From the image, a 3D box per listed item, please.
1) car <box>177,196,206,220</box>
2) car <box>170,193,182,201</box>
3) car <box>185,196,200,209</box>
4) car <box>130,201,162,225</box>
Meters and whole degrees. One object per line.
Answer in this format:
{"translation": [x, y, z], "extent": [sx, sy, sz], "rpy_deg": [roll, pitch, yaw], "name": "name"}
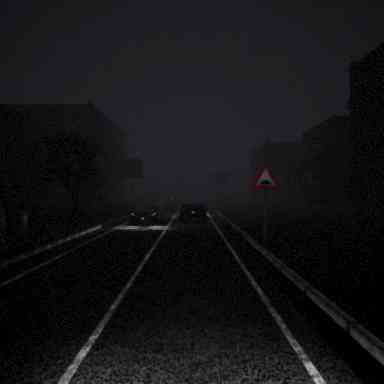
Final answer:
{"translation": [0.066, 1.296, 25.411], "extent": [1.882, 1.535, 5.008], "rpy_deg": [0, -1, -1], "name": "car"}
{"translation": [-3.037, 0.890, 64.886], "extent": [2.097, 1.767, 4.553], "rpy_deg": [0, 1, 0], "name": "car"}
{"translation": [0.076, 1.272, 42.755], "extent": [1.812, 1.442, 4.674], "rpy_deg": [0, 0, 0], "name": "car"}
{"translation": [-3.097, 1.393, 23.163], "extent": [1.812, 1.442, 4.674], "rpy_deg": [1, 0, 0], "name": "car"}
